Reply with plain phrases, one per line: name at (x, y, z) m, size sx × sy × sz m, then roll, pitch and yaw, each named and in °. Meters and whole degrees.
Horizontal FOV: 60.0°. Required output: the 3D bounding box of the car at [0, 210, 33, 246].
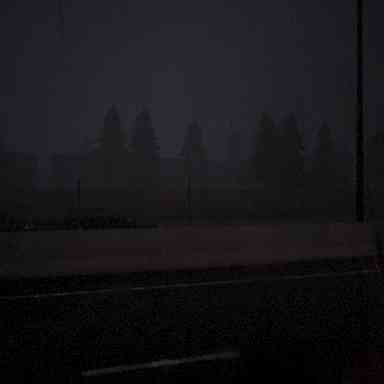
car at (-9.549, 1.576, 14.745) m, size 4.181 × 1.385 × 1.994 m, roll 0°, pitch 0°, yaw -15°

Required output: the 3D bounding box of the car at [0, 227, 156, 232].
car at (-3.923, 1.559, 12.568) m, size 5.357 × 1.411 × 2.033 m, roll 0°, pitch 0°, yaw -14°
